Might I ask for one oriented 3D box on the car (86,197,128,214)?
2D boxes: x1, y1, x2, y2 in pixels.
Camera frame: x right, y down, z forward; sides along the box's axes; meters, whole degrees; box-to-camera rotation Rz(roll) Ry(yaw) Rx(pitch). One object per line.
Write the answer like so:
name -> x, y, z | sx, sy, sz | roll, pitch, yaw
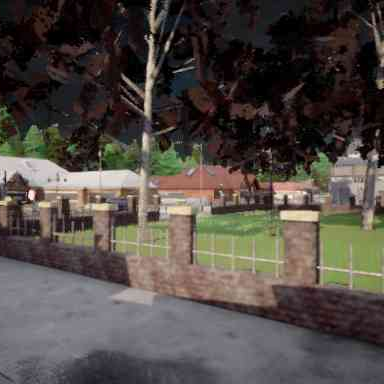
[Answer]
car -> -8.514, 1.294, 33.816 | 2.097, 1.767, 4.553 | 0, 0, 36
